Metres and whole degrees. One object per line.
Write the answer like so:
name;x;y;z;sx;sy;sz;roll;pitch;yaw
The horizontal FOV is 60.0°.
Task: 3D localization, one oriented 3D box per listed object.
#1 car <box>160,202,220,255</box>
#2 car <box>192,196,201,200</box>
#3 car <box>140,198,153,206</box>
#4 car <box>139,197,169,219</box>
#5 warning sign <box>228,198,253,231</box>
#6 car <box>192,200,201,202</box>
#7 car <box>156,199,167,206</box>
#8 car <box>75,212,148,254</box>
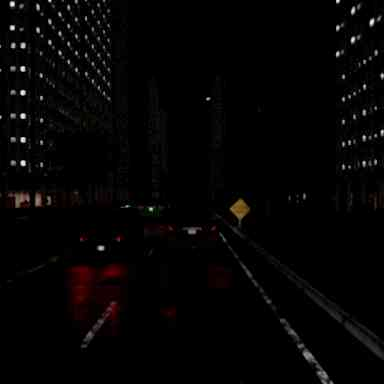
car;0.004;1.480;14.066;2.097;1.767;4.553;0;-1;0
car;1.153;2.013;85.866;2.150;2.045;5.566;0;-1;0
car;-9.737;2.182;71.790;2.128;1.511;4.902;0;-1;0
car;-3.244;1.483;29.035;2.150;2.045;5.566;0;0;0
warning sign;2.868;1.298;19.815;1.300;1.860;1.060;1;0;0
car;0.011;1.748;29.464;1.882;1.535;5.008;0;0;0
car;-6.487;2.252;71.759;1.895;1.301;4.718;0;-1;0
car;-3.246;1.731;14.098;1.895;1.301;4.718;0;0;0
